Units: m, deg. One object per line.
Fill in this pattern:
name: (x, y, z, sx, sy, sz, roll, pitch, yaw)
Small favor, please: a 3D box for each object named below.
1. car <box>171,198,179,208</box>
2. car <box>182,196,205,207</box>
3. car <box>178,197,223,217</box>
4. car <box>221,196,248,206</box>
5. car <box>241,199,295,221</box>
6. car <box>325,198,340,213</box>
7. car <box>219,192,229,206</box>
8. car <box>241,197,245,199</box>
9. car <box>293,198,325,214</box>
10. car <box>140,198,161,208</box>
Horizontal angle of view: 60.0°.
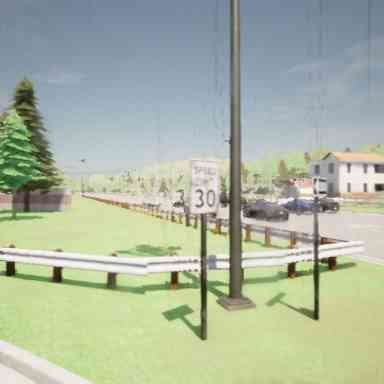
car: (-1.079, 1.442, 43.622, 2.033, 1.411, 5.357, 0, 0, -21)
car: (0.133, 1.381, 50.135, 1.837, 1.490, 4.892, 0, 0, -21)
car: (0.652, 1.450, 29.594, 1.812, 1.442, 4.674, 0, 0, -21)
car: (6.693, 1.345, 52.585, 2.128, 1.511, 4.902, 0, 0, -21)
car: (5.746, 1.484, 26.179, 1.994, 1.385, 4.181, 0, 0, -21)
car: (13.416, 1.384, 35.394, 1.837, 1.490, 4.892, 0, 0, -21)
car: (3.577, 1.087, 50.936, 2.150, 2.045, 5.566, 0, 0, -21)
car: (6.604, 1.464, 33.591, 1.994, 1.385, 4.181, 0, 0, -21)
car: (10.555, 1.417, 33.099, 1.812, 1.442, 4.674, 0, 0, -21)
car: (-5.877, 1.501, 46.285, 1.895, 1.301, 4.718, 0, 0, -21)
